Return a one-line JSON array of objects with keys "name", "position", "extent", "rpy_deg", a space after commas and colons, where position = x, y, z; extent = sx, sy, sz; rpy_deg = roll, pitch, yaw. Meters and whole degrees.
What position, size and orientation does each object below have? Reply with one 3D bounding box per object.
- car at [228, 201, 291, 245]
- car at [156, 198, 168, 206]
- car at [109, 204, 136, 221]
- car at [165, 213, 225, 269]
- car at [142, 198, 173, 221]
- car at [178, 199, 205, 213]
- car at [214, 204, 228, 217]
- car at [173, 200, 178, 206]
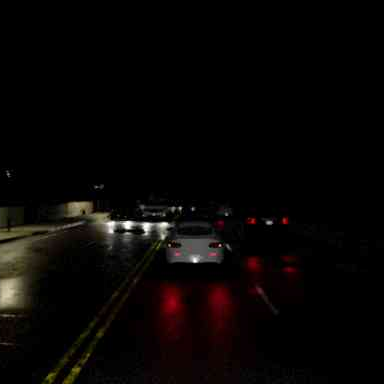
[{"name": "car", "position": [3.346, 1.456, 17.053], "extent": [2.150, 2.045, 5.566], "rpy_deg": [0, -1, 0]}, {"name": "car", "position": [-6.510, 2.201, 72.676], "extent": [2.097, 1.767, 4.553], "rpy_deg": [0, -1, 0]}, {"name": "car", "position": [-6.602, 1.947, 32.104], "extent": [1.837, 1.490, 4.892], "rpy_deg": [0, -1, 0]}, {"name": "car", "position": [0.088, 1.685, 11.598], "extent": [1.812, 1.442, 4.674], "rpy_deg": [0, -1, 0]}, {"name": "car", "position": [-3.353, 1.664, 32.010], "extent": [2.150, 2.045, 5.566], "rpy_deg": [0, -1, 0]}, {"name": "car", "position": [0.094, 1.667, 32.378], "extent": [2.150, 2.045, 5.566], "rpy_deg": [0, -1, 0]}, {"name": "car", "position": [3.343, 1.999, 34.377], "extent": [1.812, 1.442, 4.674], "rpy_deg": [0, -1, 0]}, {"name": "car", "position": [-3.260, 2.399, 72.228], "extent": [1.812, 1.442, 4.674], "rpy_deg": [0, -1, 0]}]
